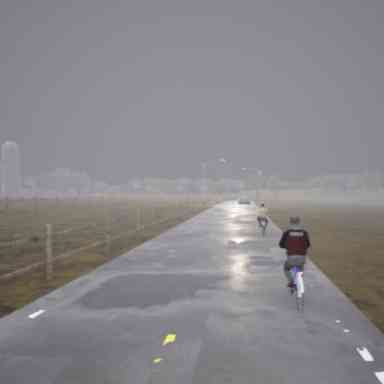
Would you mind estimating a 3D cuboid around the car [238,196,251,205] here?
[{"bbox_3d":[8.911,1.488,56.590,1.994,1.385,4.181,-1,0,10],"label":"car"}]

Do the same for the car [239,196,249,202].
[{"bbox_3d":[11.323,1.516,73.056,2.033,1.411,5.357,-1,0,9],"label":"car"}]

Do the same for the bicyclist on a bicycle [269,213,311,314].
[{"bbox_3d":[2.027,1.335,6.618,0.659,1.776,1.843,-1,0,8],"label":"bicyclist on a bicycle"}]

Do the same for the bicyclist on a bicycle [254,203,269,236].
[{"bbox_3d":[3.597,1.380,16.882,0.866,1.612,1.509,-1,0,8],"label":"bicyclist on a bicycle"}]

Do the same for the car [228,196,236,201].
[{"bbox_3d":[10.381,1.634,85.145,2.033,1.411,5.357,-1,-1,9],"label":"car"}]
